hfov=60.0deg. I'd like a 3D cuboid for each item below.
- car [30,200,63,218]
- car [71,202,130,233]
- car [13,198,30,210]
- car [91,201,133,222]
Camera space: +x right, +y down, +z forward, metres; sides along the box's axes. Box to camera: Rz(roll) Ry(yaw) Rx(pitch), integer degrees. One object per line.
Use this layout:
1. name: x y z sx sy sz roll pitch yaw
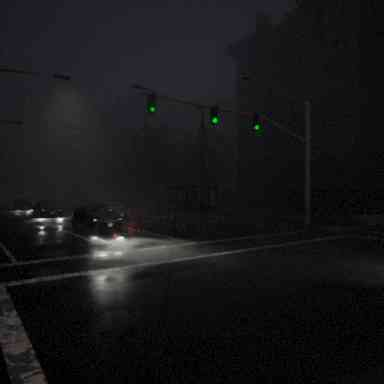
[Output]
1. car: -13.563 1.549 31.130 1.812 1.442 4.674 0 1 -35
2. car: -5.742 1.499 19.812 2.128 1.511 4.902 0 0 -35
3. car: -22.646 1.509 44.397 1.994 1.385 4.181 0 0 -35
4. car: -6.728 1.536 27.558 1.812 1.442 4.674 0 0 -35
